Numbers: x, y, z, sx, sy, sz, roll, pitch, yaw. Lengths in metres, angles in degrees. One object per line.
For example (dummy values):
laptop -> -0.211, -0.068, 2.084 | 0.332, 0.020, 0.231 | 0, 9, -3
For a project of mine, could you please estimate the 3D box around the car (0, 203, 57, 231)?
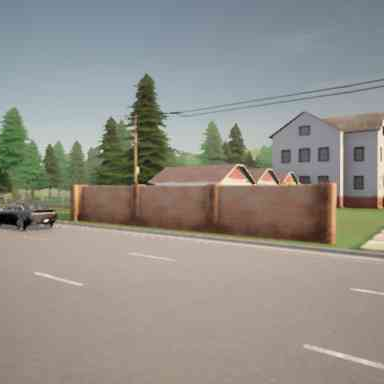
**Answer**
car -> -10.002, 1.375, 19.719 | 4.902, 1.511, 2.128 | 0, 0, 35
